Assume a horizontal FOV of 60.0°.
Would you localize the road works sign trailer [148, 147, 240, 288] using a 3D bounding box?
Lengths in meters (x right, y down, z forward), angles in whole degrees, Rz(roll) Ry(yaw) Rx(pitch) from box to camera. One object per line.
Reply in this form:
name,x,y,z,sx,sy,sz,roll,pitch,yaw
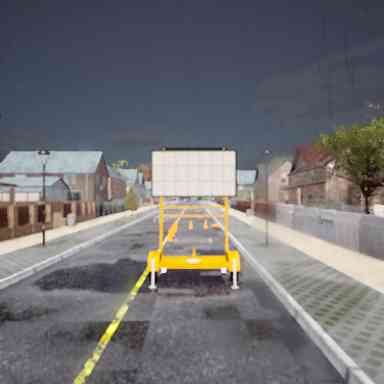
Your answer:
road works sign trailer,0.053,0.548,9.439,2.380,3.560,2.880,0,-1,1
